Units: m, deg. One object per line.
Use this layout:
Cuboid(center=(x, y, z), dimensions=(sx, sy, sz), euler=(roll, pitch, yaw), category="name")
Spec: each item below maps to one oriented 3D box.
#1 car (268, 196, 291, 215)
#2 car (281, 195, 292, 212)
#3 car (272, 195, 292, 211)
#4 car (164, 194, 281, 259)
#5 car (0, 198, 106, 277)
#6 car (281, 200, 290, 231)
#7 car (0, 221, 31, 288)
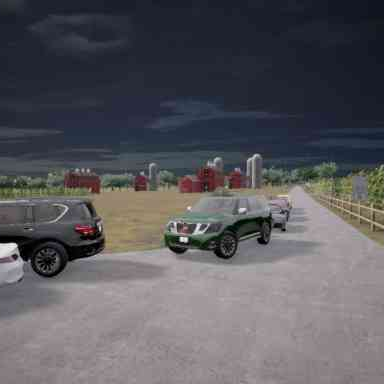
Cuboid(center=(8.144, 1.203, 30.803), dimensions=(1.837, 1.490, 4.892), euler=(0, 0, 17), category="car")
Cuboid(center=(6.230, 1.239, 24.755), dimensions=(1.882, 1.535, 5.008), euler=(0, 0, 18), category="car")
Cuboid(center=(9.950, 1.116, 36.509), dimensions=(1.882, 1.535, 5.008), euler=(0, 0, 18), category="car")
Cuboid(center=(1.279, 1.110, 12.690), dimensions=(2.150, 2.045, 5.566), euler=(0, 0, 34), category="car")
Cuboid(center=(-5.379, 1.229, 9.608), dimensions=(5.566, 2.045, 2.150), euler=(-1, 1, -4), category="car")
Cuboid(center=(4.387, 1.383, 19.019), dimensions=(1.994, 1.385, 4.181), euler=(0, 0, 17), category="car")
Cuboid(center=(-5.920, 1.613, 6.510), dimensions=(4.674, 1.442, 1.812), euler=(-2, 1, -32), category="car")
